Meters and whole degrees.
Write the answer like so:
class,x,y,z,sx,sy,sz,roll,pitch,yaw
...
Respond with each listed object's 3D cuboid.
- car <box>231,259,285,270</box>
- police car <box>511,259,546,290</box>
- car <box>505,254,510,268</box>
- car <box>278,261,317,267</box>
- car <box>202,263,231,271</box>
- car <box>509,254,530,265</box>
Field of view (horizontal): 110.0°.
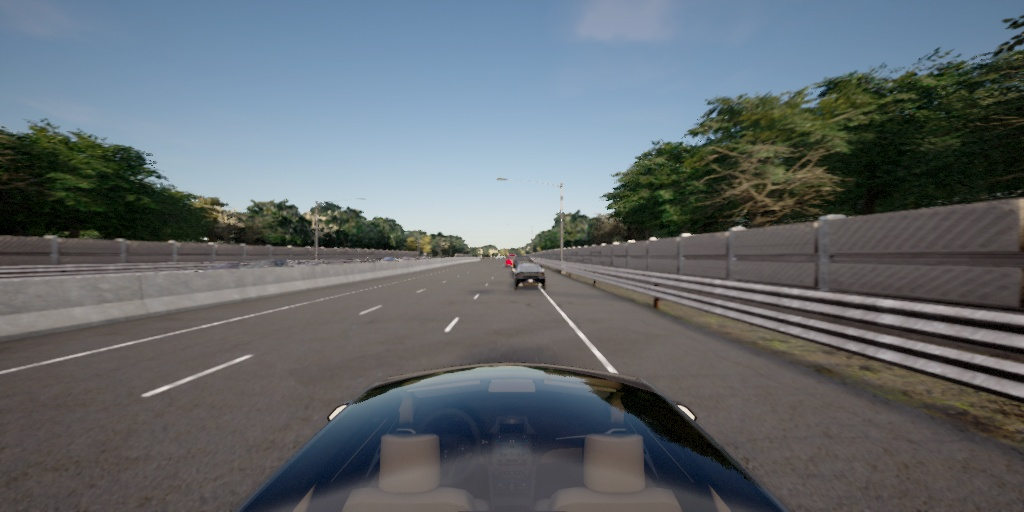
class,x,y,z,sx,sy,sz,roll,pitch,yaw
car,-21.068,1.099,30.736,2.097,1.767,4.553,0,0,0
police car,1.051,1.179,22.860,1.930,1.638,5.238,0,0,0
car,0.002,0.839,59.038,2.150,2.045,5.566,0,0,0
car,-17.568,1.312,30.842,1.994,1.385,4.181,0,0,0
car,-24.564,1.312,30.969,1.994,1.385,4.181,0,0,0
car,1.051,0.951,38.778,2.150,2.045,5.566,0,0,0
